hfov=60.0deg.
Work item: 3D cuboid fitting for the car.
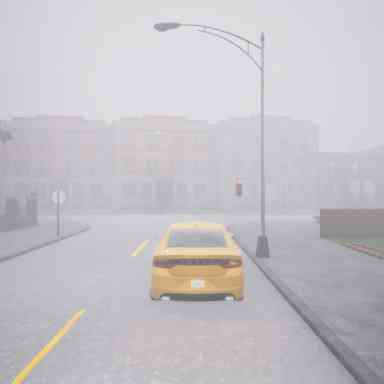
[{"bbox_3d":[0.107,1.478,8.375,1.882,1.535,5.008,0,0,0],"label":"car"}]
